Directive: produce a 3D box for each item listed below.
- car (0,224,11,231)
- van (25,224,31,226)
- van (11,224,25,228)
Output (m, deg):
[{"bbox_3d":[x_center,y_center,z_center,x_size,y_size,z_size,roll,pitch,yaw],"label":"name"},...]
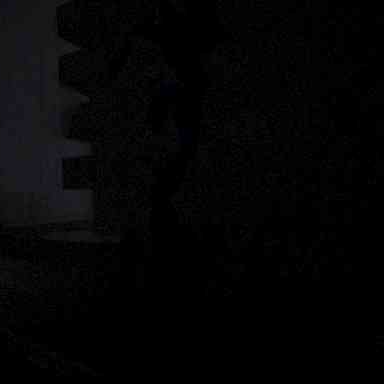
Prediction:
[{"bbox_3d":[-36.789,7.062,60.798,5.366,1.575,1.946,-2,-7,6],"label":"car"},{"bbox_3d":[-33.835,7.437,66.203,4.442,1.987,1.878,-2,-7,6],"label":"van"},{"bbox_3d":[-35.164,7.134,63.499,4.442,1.987,1.878,-2,-7,6],"label":"van"}]
